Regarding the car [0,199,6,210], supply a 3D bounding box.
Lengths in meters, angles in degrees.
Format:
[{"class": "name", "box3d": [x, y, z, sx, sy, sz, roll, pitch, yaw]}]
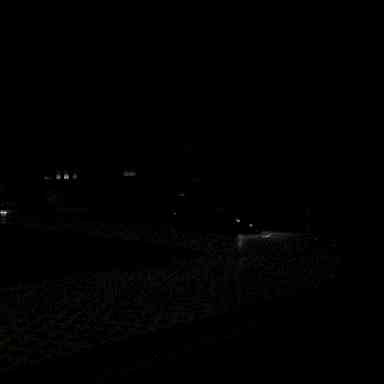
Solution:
[{"class": "car", "box3d": [-20.124, 1.037, 32.581, 4.892, 1.490, 1.837, 1, 1, 34]}]

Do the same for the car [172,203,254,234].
[{"class": "car", "box3d": [1.050, 1.361, 18.059, 4.674, 1.442, 1.812, 1, 1, 34]}]
